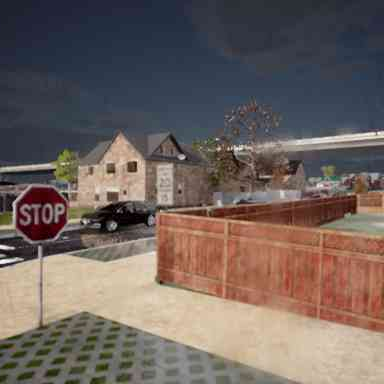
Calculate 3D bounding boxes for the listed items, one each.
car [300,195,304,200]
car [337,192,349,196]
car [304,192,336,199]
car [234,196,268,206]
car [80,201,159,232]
[{"bbox_3d":[16.234,0.796,45.428,1.812,1.442,4.674,0,1,37],"label":"car"},{"bbox_3d":[21.430,0.688,47.788,2.033,1.411,5.357,0,1,37],"label":"car"},{"bbox_3d":[15.344,0.836,39.566,1.812,1.442,4.674,0,1,37],"label":"car"},{"bbox_3d":[5.603,1.084,31.352,1.994,1.385,4.181,0,1,37],"label":"car"},{"bbox_3d":[-3.908,1.276,18.629,1.837,1.490,4.892,0,1,37],"label":"car"}]
